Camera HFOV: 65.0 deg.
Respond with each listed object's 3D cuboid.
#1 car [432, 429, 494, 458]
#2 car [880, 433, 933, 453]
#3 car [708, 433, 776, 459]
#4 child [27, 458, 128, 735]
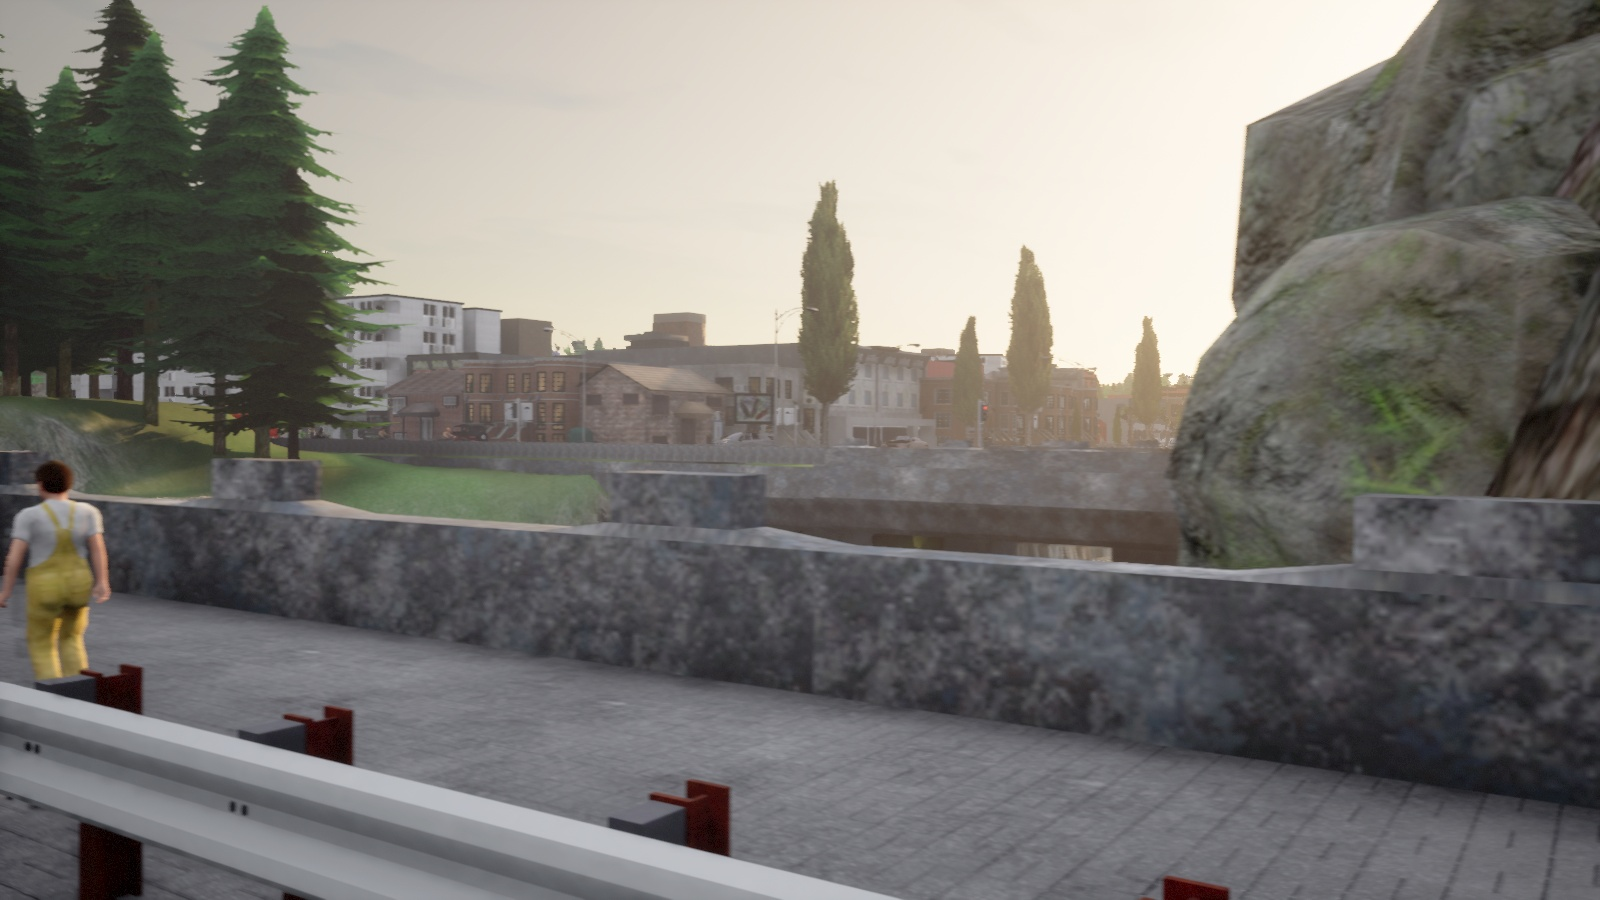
[{"bbox_3d":[-22.360,-0.404,83.353,3.866,1.878,1.905,0,1,34],"label":"car"},{"bbox_3d":[7.570,-0.486,89.072,1.994,1.385,4.181,0,1,33],"label":"car"},{"bbox_3d":[-3.440,-0.241,74.689,3.633,1.501,1.845,-1,1,-34],"label":"car"},{"bbox_3d":[-3.453,0.671,5.997,0.437,1.263,0.270,0,1,41],"label":"child"}]
